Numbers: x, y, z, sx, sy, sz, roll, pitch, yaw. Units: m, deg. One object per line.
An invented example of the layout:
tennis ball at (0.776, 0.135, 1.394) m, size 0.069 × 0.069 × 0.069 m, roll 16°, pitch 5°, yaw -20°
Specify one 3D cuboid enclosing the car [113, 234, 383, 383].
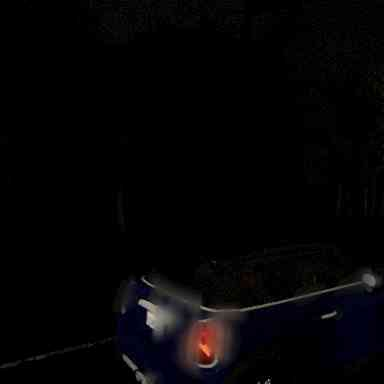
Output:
car at (1.333, 1.393, 4.692) m, size 4.553 × 1.767 × 2.097 m, roll 1°, pitch 0°, yaw -35°
